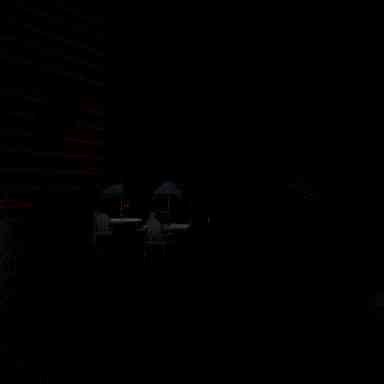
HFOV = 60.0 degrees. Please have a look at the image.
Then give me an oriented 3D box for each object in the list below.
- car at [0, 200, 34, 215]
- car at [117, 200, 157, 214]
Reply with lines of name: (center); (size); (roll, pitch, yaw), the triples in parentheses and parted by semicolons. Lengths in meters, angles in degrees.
car: (-18.135, 1.531, 32.527); (1.882, 1.535, 5.008); (0, 0, 40)
car: (-5.906, 1.579, 35.892); (1.812, 1.442, 4.674); (0, 0, 40)
